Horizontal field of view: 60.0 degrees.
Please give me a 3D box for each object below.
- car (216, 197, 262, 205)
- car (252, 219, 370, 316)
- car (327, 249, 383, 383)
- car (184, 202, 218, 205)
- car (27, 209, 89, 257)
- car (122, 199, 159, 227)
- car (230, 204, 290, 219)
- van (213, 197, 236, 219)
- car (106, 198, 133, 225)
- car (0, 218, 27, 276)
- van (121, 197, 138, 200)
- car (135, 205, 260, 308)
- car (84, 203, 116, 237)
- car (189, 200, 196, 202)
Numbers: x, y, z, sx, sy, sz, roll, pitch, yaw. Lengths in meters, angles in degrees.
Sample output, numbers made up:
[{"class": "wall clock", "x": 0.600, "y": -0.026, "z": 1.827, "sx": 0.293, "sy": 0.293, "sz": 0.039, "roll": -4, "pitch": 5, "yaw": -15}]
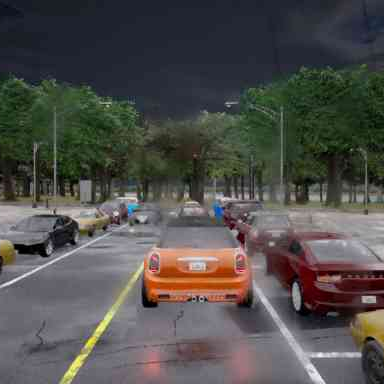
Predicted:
[{"class": "car", "x": 2.776, "y": 1.317, "z": 18.299, "sx": 2.192, "sy": 1.841, "sz": 5.009, "roll": 0, "pitch": 0, "yaw": 0}, {"class": "car", "x": 2.767, "y": 1.545, "z": 7.424, "sx": 1.887, "sy": 1.381, "sz": 4.507, "roll": 0, "pitch": 0, "yaw": 0}, {"class": "car", "x": 2.762, "y": 1.525, "z": 2.156, "sx": 1.752, "sy": 1.417, "sz": 4.829, "roll": 0, "pitch": 0, "yaw": 0}, {"class": "car", "x": 0.113, "y": 1.493, "z": 17.310, "sx": 2.128, "sy": 1.511, "sz": 4.902, "roll": 0, "pitch": 0, "yaw": 0}, {"class": "car", "x": -5.753, "y": 1.567, "z": 12.869, "sx": 1.947, "sy": 1.339, "sz": 4.313, "roll": 0, "pitch": 0, "yaw": 0}, {"class": "car", "x": -3.021, "y": 1.495, "z": 22.808, "sx": 2.128, "sy": 1.511, "sz": 4.902, "roll": 0, "pitch": 0, "yaw": 1}, {"class": "car", "x": 2.772, "y": 1.441, "z": 12.861, "sx": 1.967, "sy": 1.590, "sz": 4.097, "roll": 0, "pitch": 0, "yaw": 0}, {"class": "van", "x": 2.786, "y": 1.346, "z": 29.174, "sx": 1.690, "sy": 1.788, "sz": 3.998, "roll": 0, "pitch": 0, "yaw": 0}, {"class": "car", "x": -5.744, "y": 1.443, "z": 23.744, "sx": 1.967, "sy": 1.590, "sz": 4.097, "roll": 0, "pitch": 0, "yaw": 0}, {"class": "car", "x": -5.758, "y": 1.526, "z": 7.261, "sx": 1.752, "sy": 1.417, "sz": 4.829, "roll": 0, "pitch": 0, "yaw": 0}, {"class": "van", "x": -5.739, "y": 1.346, "z": 29.182, "sx": 1.690, "sy": 1.788, "sz": 3.998, "roll": 0, "pitch": 0, "yaw": 0}, {"class": "car", "x": 0.106, "y": 1.352, "z": 8.096, "sx": 2.097, "sy": 1.767, "sz": 4.553, "roll": 0, "pitch": 0, "yaw": 0}, {"class": "car", "x": -5.749, "y": 1.527, "z": 18.136, "sx": 1.752, "sy": 1.417, "sz": 4.829, "roll": 0, "pitch": 0, "yaw": 0}, {"class": "car", "x": 0.021, "y": 1.461, "z": 27.255, "sx": 1.801, "sy": 1.575, "sz": 5.366, "roll": 0, "pitch": 0, "yaw": 1}]
